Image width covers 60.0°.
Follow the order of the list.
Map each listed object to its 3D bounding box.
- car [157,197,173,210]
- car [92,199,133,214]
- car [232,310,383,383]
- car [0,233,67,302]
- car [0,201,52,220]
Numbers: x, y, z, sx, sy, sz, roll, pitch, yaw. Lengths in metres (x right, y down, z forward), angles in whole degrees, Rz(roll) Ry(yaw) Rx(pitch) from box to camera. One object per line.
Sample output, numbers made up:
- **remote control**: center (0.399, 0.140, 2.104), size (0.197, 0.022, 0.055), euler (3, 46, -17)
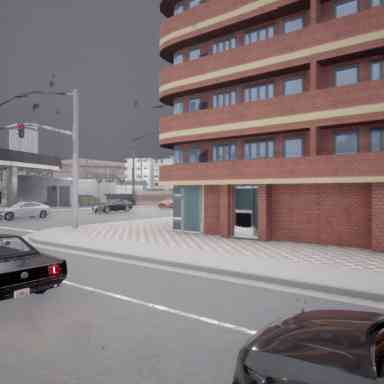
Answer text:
- **car**: center (-2.619, 1.394, 44.836), size (2.097, 1.767, 4.553), euler (0, 0, 35)
- **car**: center (-8.607, 1.510, 36.153), size (2.128, 1.511, 4.902), euler (0, 0, 35)
- **car**: center (2.600, 1.514, 2.141), size (4.892, 1.490, 1.837), euler (0, 0, 35)
- **car**: center (-4.982, 1.599, 7.530), size (4.718, 1.301, 1.895), euler (0, 0, 36)
- **car**: center (-14.193, 1.523, 27.981), size (1.812, 1.442, 4.674), euler (0, 0, 34)
